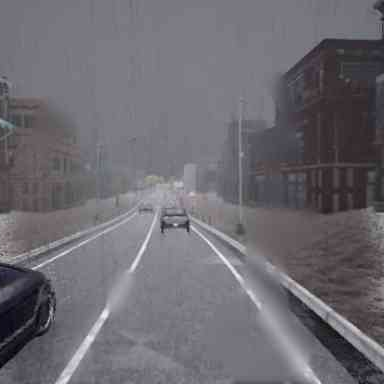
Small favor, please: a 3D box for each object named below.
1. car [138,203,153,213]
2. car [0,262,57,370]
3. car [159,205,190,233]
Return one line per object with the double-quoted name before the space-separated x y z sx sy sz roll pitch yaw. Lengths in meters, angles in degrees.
"car" -6.597 2.311 48.085 1.994 1.385 4.181 0 -2 -5
"car" -3.234 1.584 3.922 1.994 1.385 4.181 0 0 -1
"car" -1.184 1.841 22.444 2.128 1.511 4.902 0 -2 -5
